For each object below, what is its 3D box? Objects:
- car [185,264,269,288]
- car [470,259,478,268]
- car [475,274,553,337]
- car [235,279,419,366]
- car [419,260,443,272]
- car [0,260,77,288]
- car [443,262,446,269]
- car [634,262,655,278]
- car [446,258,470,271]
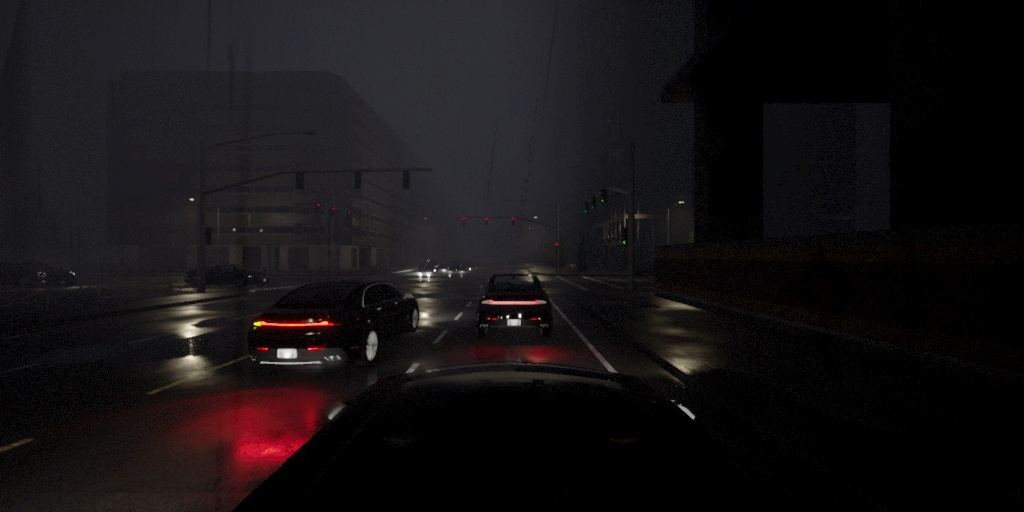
[{"bbox_3d":[-18.507,1.304,23.426,4.902,1.511,2.128,0,0,4],"label":"car"},{"bbox_3d":[-7.437,1.336,60.327,1.994,1.385,4.181,0,0,1],"label":"car"},{"bbox_3d":[0.055,1.245,10.275,2.128,1.511,4.902,0,0,0],"label":"car"},{"bbox_3d":[-3.454,1.257,7.953,1.837,1.490,4.892,0,0,0],"label":"car"},{"bbox_3d":[-11.005,1.259,47.538,2.128,1.511,4.902,0,0,0],"label":"car"},{"bbox_3d":[-31.829,1.165,23.630,4.553,1.767,2.097,0,0,0],"label":"car"},{"bbox_3d":[-10.979,1.372,56.882,1.895,1.301,4.718,0,0,1],"label":"car"},{"bbox_3d":[13.932,1.309,34.272,4.902,1.511,2.128,0,0,0],"label":"car"},{"bbox_3d":[-7.512,1.246,50.310,1.882,1.535,5.008,0,0,0],"label":"car"}]
